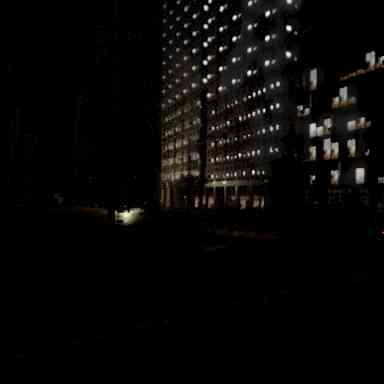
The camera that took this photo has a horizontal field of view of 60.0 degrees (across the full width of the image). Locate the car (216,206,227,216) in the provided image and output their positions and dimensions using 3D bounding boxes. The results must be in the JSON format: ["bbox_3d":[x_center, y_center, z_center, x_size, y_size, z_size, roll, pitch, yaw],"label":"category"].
[{"bbox_3d":[4.827,2.511,43.821,1.947,1.339,4.313,0,-1,-26],"label":"car"}]

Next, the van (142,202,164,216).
[{"bbox_3d":[-5.171,2.258,45.218,1.690,1.788,3.998,0,-1,-26],"label":"van"}]

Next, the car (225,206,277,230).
[{"bbox_3d":[4.676,2.028,24.985,2.008,1.369,4.403,0,-1,-26],"label":"car"}]

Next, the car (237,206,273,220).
[{"bbox_3d":[7.288,2.401,38.764,1.947,1.339,4.313,0,-1,-26],"label":"car"}]

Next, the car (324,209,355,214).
[{"bbox_3d":[12.211,2.168,28.650,2.008,1.369,4.403,0,-1,-26],"label":"car"}]

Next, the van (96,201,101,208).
[{"bbox_3d":[-19.937,2.944,75.558,1.690,1.788,3.998,0,-1,-26],"label":"van"}]

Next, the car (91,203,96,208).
[{"bbox_3d":[-24.858,3.382,85.668,1.887,1.381,4.507,0,-1,-26],"label":"car"}]

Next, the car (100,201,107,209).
[{"bbox_3d":[-17.475,3.031,70.498,1.887,1.381,4.507,0,-1,-26],"label":"car"}]

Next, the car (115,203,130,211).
[{"bbox_3d":[-12.552,2.807,60.384,2.008,1.369,4.403,0,-1,-26],"label":"car"}]

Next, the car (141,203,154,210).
[{"bbox_3d":[-9.939,3.209,74.162,1.802,1.307,4.206,0,-1,-26],"label":"car"}]

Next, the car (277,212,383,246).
[{"bbox_3d":[6.812,1.781,15.926,1.895,1.301,4.718,6,-4,-45],"label":"car"}]

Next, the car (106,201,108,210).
[{"bbox_3d":[-14.940,2.893,65.289,1.752,1.417,4.829,0,-1,-26],"label":"car"}]
